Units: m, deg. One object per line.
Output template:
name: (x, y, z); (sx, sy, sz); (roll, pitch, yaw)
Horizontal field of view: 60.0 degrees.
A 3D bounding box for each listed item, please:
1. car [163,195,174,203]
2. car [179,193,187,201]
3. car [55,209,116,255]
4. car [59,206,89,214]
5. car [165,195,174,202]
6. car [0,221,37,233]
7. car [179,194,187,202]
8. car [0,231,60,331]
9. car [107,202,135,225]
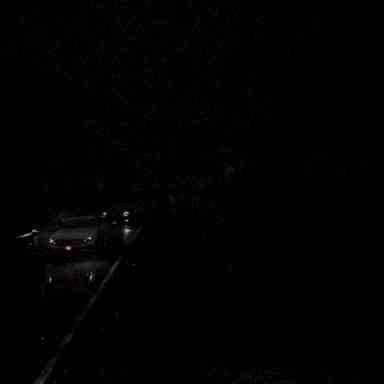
car: (-5.686, 1.797, 78.233); (1.895, 1.301, 4.718); (-3, 0, -2)
car: (-2.442, 1.338, 88.969); (2.097, 1.767, 4.553); (-3, 0, -1)
car: (-4.648, 1.738, 14.246); (1.812, 1.442, 4.674); (-3, 0, -5)
car: (-9.185, 1.915, 26.213); (2.128, 1.511, 4.902); (-3, 0, -5)
car: (-5.926, 1.660, 88.557); (2.128, 1.511, 4.902); (-3, 0, -1)
car: (-8.140, 1.947, 14.068); (1.994, 1.385, 4.181); (-3, 0, -5)
car: (-2.196, 1.572, 78.355); (2.033, 1.411, 5.357); (-3, 0, -2)
car: (-3.876, 1.709, 5.374); (1.812, 1.442, 4.674); (-3, 0, -5)
car: (-5.625, 1.602, 25.551); (2.097, 1.767, 4.553); (-3, 0, -4)
